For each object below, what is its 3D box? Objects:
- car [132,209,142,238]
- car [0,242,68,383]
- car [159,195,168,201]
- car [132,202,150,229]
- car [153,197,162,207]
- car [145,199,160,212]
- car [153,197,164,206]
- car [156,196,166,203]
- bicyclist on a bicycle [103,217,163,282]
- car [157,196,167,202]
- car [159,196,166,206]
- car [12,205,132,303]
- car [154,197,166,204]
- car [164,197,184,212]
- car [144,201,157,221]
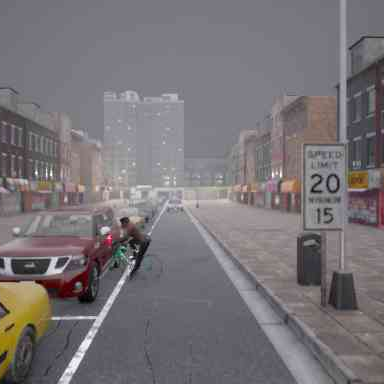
[{"bbox_3d":[-3.324,1.580,13.788,1.802,1.307,4.206,0,0,-3],"label":"car"},{"bbox_3d":[-2.714,1.525,2.731,1.752,1.417,4.829,0,0,-3],"label":"car"},{"bbox_3d":[-7.226,1.566,84.558,1.947,1.339,4.313,0,0,-3],"label":"car"},{"bbox_3d":[-3.615,1.523,19.063,1.752,1.417,4.829,0,0,-3],"label":"car"},{"bbox_3d":[-4.524,1.549,35.564,2.008,1.369,4.403,0,0,-3],"label":"car"},{"bbox_3d":[-4.224,1.564,30.120,1.947,1.339,4.313,0,0,-3],"label":"car"},{"bbox_3d":[-5.716,1.525,57.169,1.752,1.417,4.829,0,0,-3],"label":"car"},{"bbox_3d":[-6.325,1.582,68.227,1.802,1.307,4.206,0,0,-3],"label":"car"},{"bbox_3d":[-1.569,1.470,8.516,1.656,1.620,0.582,1,0,-3],"label":"bicyclist on a bicycle"},{"bbox_3d":[-6.626,1.566,73.671,1.947,1.339,4.313,0,0,-3],"label":"car"},{"bbox_3d":[-5.425,1.550,51.895,2.008,1.369,4.403,0,0,-3],"label":"car"},{"bbox_3d":[-3.024,1.314,8.344,2.192,1.841,5.009,0,0,-3],"label":"car"},{"bbox_3d":[-6.025,1.566,62.783,1.947,1.339,4.313,0,0,-3],"label":"car"},{"bbox_3d":[-1.977,1.600,39.068,1.895,1.301,4.718,0,0,-3],"label":"car"},{"bbox_3d":[-3.924,1.564,24.676,1.947,1.339,4.313,0,0,-3],"label":"car"}]
